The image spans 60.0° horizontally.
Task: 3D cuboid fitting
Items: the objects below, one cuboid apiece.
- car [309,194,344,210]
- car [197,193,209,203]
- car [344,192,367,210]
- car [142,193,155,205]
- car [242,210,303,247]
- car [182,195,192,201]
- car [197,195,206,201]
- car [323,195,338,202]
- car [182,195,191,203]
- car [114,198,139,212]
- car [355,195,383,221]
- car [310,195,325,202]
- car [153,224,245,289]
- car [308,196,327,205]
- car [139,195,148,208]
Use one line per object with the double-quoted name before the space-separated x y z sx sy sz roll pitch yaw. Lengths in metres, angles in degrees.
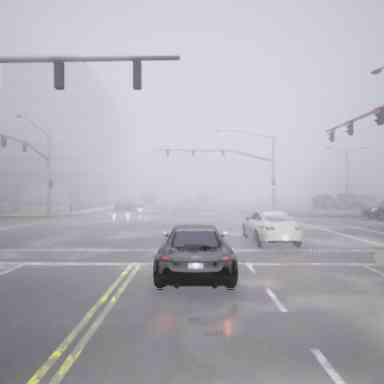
"car" 16.632 1.197 41.386 1.932 1.855 4.605 0 0 0
"car" 2.382 1.298 70.986 2.150 2.045 5.566 0 0 0
"car" 19.526 1.200 41.341 1.905 1.878 3.866 0 0 0
"car" -8.070 1.285 60.063 2.150 2.045 5.566 0 0 0
"car" 3.485 1.541 14.914 1.812 1.442 4.674 0 0 -1
"car" -1.179 1.435 80.030 2.128 1.511 4.902 0 0 0
"car" 2.320 1.463 80.054 1.994 1.385 4.181 0 0 0
"car" 30.789 1.442 73.945 1.784 1.438 3.905 0 0 0
"car" -1.118 1.668 70.959 1.895 1.301 4.718 0 0 0
"car" -8.007 1.520 40.129 1.882 1.535 5.008 0 0 0
"car" 16.345 1.381 27.157 4.553 1.767 2.097 0 0 1
"car" 27.894 1.473 73.937 1.970 1.475 3.806 0 0 0
"car" 0.084 1.573 9.207 1.994 1.385 4.181 0 0 0
"car" 22.175 1.457 58.816 1.970 1.475 3.806 0 0 0
"car" -8.059 1.578 49.409 1.812 1.442 4.674 0 0 0
